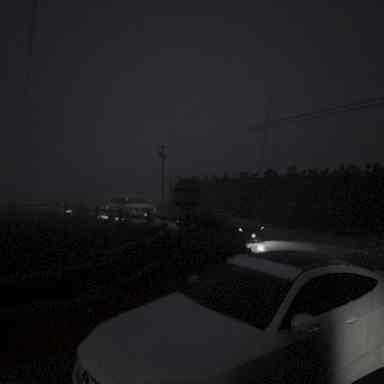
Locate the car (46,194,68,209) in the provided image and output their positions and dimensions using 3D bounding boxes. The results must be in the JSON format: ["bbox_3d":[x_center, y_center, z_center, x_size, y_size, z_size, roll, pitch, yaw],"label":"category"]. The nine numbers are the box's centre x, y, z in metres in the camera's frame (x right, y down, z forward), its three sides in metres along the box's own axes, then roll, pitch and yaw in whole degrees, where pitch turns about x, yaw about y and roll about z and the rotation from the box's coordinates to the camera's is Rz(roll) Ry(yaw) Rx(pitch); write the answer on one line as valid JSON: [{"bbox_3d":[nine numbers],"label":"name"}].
[{"bbox_3d":[-17.889,1.277,44.482,2.150,2.045,5.566,0,0,-35],"label":"car"}]

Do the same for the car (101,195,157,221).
[{"bbox_3d":[-4.792,1.277,25.820,2.150,2.045,5.566,0,0,-35],"label":"car"}]

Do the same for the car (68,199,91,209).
[{"bbox_3d":[-16.311,1.674,47.969,1.895,1.301,4.718,0,0,-36],"label":"car"}]

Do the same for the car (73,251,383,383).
[{"bbox_3d":[0.996,1.541,4.120,4.674,1.442,1.812,0,0,-34],"label":"car"}]

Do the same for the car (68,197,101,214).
[{"bbox_3d":[-10.816,1.547,34.360,2.128,1.511,4.902,0,0,-35],"label":"car"}]

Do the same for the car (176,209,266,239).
[{"bbox_3d":[1.259,1.603,17.271,2.033,1.411,5.357,0,0,-36],"label":"car"}]
